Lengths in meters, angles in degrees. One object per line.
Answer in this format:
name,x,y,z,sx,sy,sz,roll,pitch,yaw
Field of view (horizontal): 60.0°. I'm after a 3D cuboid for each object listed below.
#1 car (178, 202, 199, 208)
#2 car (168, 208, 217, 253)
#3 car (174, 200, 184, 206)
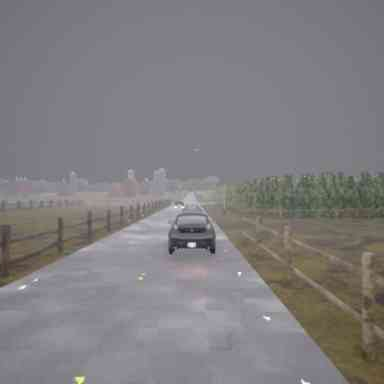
car,0.009,1.848,29.327,1.994,1.385,4.181,0,0,0
car,0.006,1.646,14.296,1.837,1.490,4.892,0,0,0
car,-2.742,2.264,70.741,1.895,1.301,4.718,0,-1,0
